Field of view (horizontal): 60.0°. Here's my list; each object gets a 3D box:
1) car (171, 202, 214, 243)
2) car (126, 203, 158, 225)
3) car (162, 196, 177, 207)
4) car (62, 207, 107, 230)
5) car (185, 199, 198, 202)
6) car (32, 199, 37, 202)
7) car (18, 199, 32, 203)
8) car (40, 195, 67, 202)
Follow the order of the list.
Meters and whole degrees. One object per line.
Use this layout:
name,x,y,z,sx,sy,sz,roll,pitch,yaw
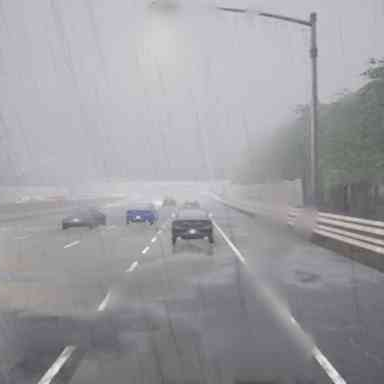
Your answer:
car,0.010,1.503,16.398,1.882,1.535,5.008,-1,0,0
car,-3.622,1.550,24.780,1.882,1.535,5.008,-1,0,0
car,-3.620,1.457,54.165,2.097,1.767,4.553,-1,0,0
car,-7.012,1.665,22.051,1.994,1.385,4.181,-1,0,0
car,-0.040,1.542,35.739,2.128,1.511,4.902,-1,0,0
car,-24.625,1.851,56.841,2.033,1.411,5.357,-1,0,1
car,-28.126,1.863,56.728,1.812,1.442,4.674,-1,0,1
car,-21.172,1.491,51.493,2.150,2.045,5.566,-1,0,1
